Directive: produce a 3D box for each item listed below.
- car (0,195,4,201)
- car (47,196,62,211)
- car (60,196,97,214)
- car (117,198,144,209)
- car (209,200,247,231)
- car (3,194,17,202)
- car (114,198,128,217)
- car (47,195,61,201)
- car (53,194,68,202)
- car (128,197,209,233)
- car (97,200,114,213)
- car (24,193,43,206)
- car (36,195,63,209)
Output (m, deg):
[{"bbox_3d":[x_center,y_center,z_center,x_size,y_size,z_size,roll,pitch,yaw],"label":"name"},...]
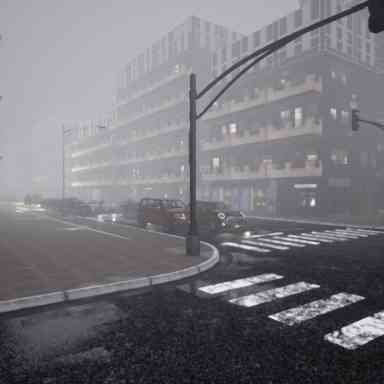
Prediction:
[{"bbox_3d":[-41.345,1.269,74.777,1.967,1.590,4.097,0,0,-36],"label":"car"},{"bbox_3d":[-14.805,1.450,38.047,1.947,1.339,4.313,0,0,-36],"label":"car"},{"bbox_3d":[-11.487,1.444,33.454,1.887,1.381,4.507,0,0,-36],"label":"car"},{"bbox_3d":[-8.012,1.465,42.955,1.802,1.307,4.206,0,0,-36],"label":"car"},{"bbox_3d":[1.221,1.304,20.205,2.097,1.767,4.553,0,0,-34],"label":"car"},{"bbox_3d":[-38.027,1.411,70.186,1.802,1.307,4.206,0,0,-36],"label":"car"},{"bbox_3d":[-4.344,1.470,27.979,2.033,1.411,5.357,0,0,-36],"label":"car"},{"bbox_3d":[-31.233,1.378,75.093,2.008,1.369,4.403,0,0,-36],"label":"car"},{"bbox_3d":[-27.917,1.269,70.503,1.967,1.590,4.097,0,0,-36],"label":"car"},{"bbox_3d":[-1.534,1.263,19.680,2.192,1.841,5.009,0,0,-36],"label":"car"},{"bbox_3d":[-9.982,1.497,35.799,1.895,1.301,4.718,0,0,-36],"label":"car"},{"bbox_3d":[-24.757,1.161,51.820,2.192,1.841,5.009,0,0,-36],"label":"car"},{"bbox_3d":[-18.123,1.436,42.639,1.947,1.339,4.313,0,0,-36],"label":"car"}]
